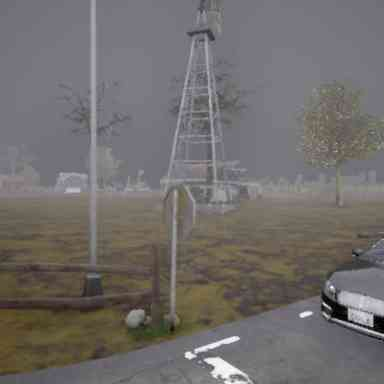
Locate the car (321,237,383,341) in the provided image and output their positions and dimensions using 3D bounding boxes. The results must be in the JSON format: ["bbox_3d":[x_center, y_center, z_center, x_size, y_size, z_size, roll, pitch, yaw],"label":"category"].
[{"bbox_3d":[4.343,1.496,6.134,4.902,1.511,2.128,0,0,-36],"label":"car"}]
